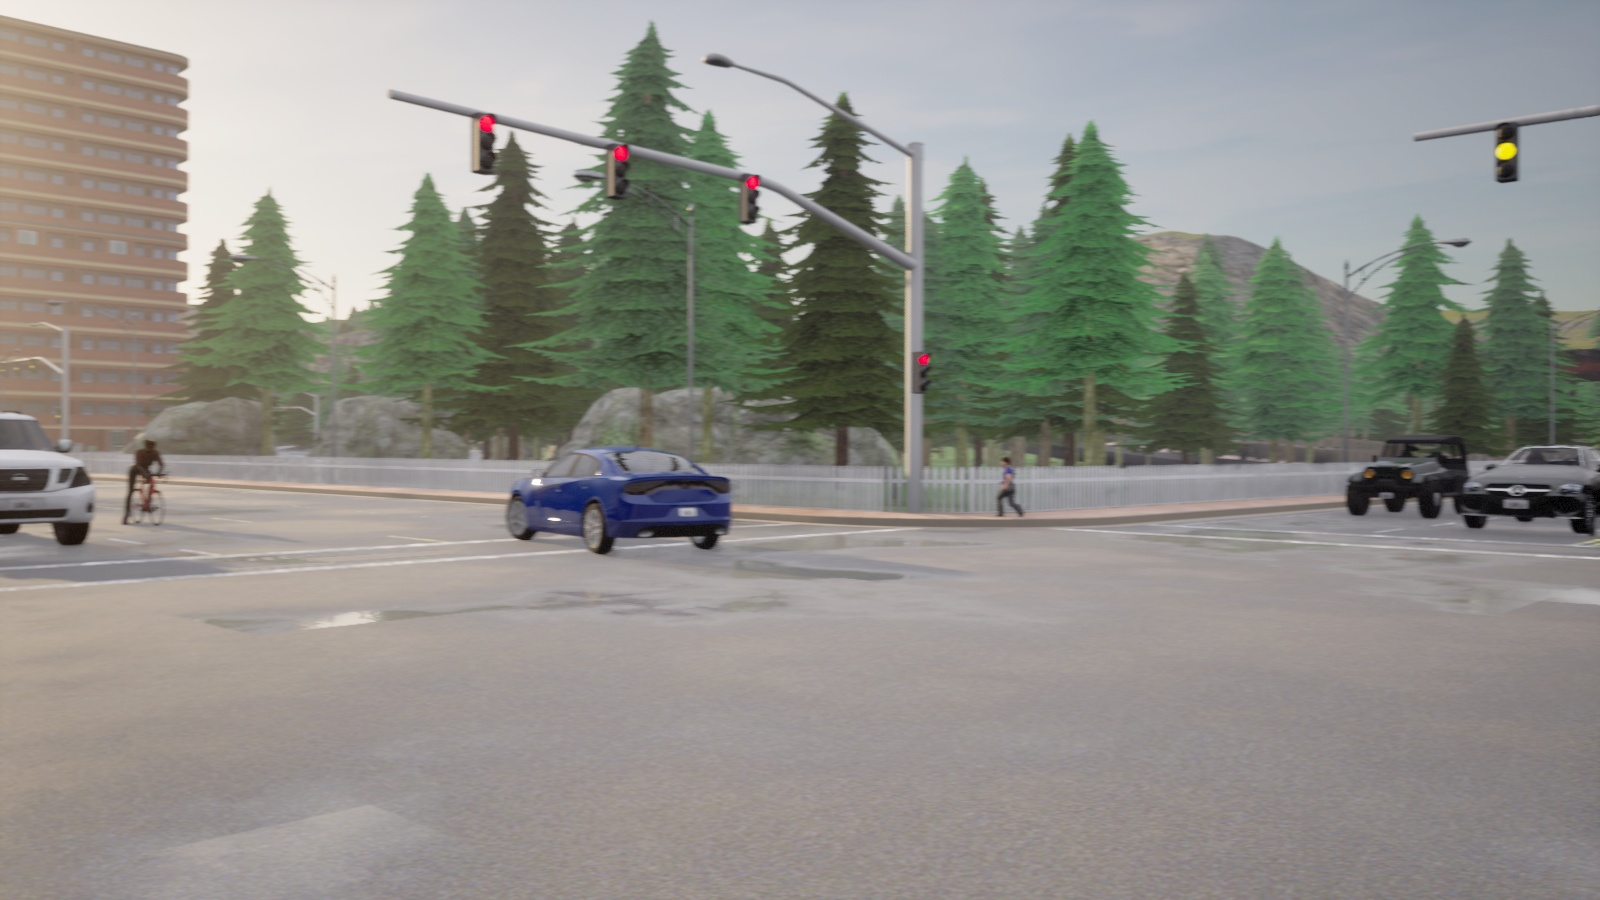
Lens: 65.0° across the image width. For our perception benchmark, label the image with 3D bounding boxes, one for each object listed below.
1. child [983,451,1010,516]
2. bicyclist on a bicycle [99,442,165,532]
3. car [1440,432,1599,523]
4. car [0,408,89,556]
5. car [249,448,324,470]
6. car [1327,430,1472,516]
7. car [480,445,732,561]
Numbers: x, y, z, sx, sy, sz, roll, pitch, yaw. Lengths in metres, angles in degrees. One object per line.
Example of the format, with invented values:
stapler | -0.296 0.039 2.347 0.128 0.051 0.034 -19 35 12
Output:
child | 3.856 0.654 24.640 0.437 1.263 0.270 0 0 37
bicyclist on a bicycle | -12.515 0.667 23.505 1.656 1.620 0.582 0 0 43
car | 14.841 0.495 25.192 2.152 1.651 5.027 0 0 44
car | -12.999 0.437 19.175 5.566 2.045 2.150 0 0 43
car | -35.591 0.581 87.124 2.163 1.488 4.792 0 0 20
car | 14.096 0.508 29.435 1.905 1.878 3.866 0 0 44
car | -3.127 0.698 19.215 1.882 1.535 5.008 0 0 -34
